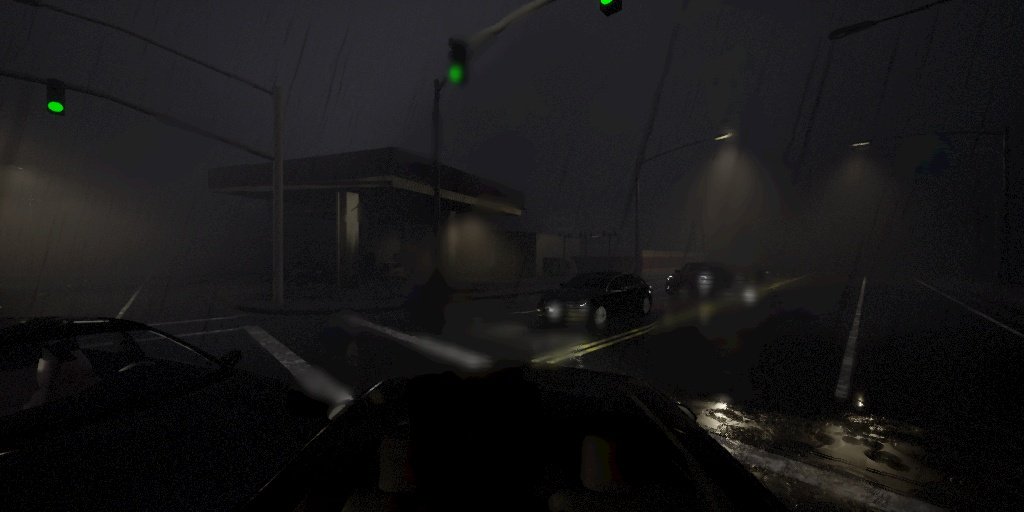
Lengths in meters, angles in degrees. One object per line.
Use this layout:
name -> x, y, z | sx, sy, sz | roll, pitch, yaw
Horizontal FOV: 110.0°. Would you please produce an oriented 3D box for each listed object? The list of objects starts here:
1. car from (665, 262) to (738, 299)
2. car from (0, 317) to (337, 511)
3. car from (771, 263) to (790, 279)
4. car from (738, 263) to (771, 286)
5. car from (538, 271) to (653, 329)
car -> 9.656, 1.102, 18.390 | 2.097, 1.767, 4.553 | 0, 0, 45
car -> -3.430, 1.242, 2.480 | 4.902, 1.511, 2.128 | 0, 0, 15
car -> 23.667, 1.314, 32.403 | 4.181, 1.385, 1.994 | 0, 0, -45
car -> 16.559, 1.314, 25.324 | 1.994, 1.385, 4.181 | 0, 0, 44
car -> 2.841, 1.255, 11.520 | 1.837, 1.490, 4.892 | 0, 0, 44
